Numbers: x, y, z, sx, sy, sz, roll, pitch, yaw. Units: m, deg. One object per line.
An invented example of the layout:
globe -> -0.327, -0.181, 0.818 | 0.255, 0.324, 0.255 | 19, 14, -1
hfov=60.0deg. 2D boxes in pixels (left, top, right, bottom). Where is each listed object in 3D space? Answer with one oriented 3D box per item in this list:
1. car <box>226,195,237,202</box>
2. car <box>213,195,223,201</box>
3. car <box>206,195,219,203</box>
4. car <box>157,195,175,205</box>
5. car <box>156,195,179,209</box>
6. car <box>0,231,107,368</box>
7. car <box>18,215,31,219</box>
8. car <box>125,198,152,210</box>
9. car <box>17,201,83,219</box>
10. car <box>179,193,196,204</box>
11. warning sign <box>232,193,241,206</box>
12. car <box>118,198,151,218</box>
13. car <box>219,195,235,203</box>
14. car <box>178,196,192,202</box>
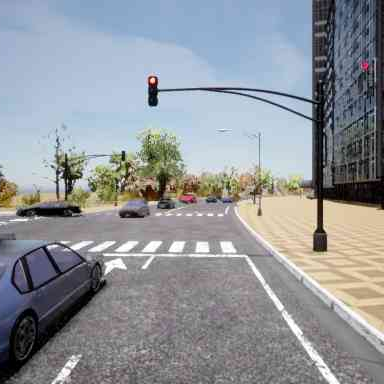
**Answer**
car -> 9.646, 1.545, 80.386 | 2.128, 1.511, 4.902 | 0, 0, 14
car -> 6.336, 1.392, 80.514 | 1.812, 1.442, 4.674 | 0, 0, 14
car -> 4.214, 1.559, 70.807 | 1.994, 1.385, 4.181 | 0, 0, 12
car -> -4.560, 1.354, 59.444 | 2.097, 1.767, 4.553 | 0, 0, 10
car -> -3.463, 1.504, 44.924 | 1.837, 1.490, 4.892 | 0, 1, 8
car -> -3.035, 1.547, 5.698 | 2.033, 1.411, 5.357 | 0, 0, 1
car -> -6.433, 1.546, 8.187 | 2.033, 1.411, 5.357 | 0, 0, 2
car -> -6.913, 1.547, 43.621 | 2.033, 1.411, 5.357 | 0, 0, 7
car -> -12.610, 1.547, 29.680 | 5.357, 1.411, 2.033 | 0, 0, -30
car -> -0.589, 1.231, 63.280 | 2.150, 2.045, 5.566 | 0, 0, 11
warning sign -> 6.476, 1.122, 48.236 | 1.300, 1.860, 1.060 | 0, 0, 8
car -> -5.094, 1.546, 30.322 | 2.033, 1.411, 5.357 | 0, 0, 5
car -> 7.492, 1.561, 70.085 | 2.033, 1.411, 5.357 | 0, 0, 12
car -> -1.591, 1.534, 74.833 | 2.033, 1.411, 5.357 | 0, 0, 11
